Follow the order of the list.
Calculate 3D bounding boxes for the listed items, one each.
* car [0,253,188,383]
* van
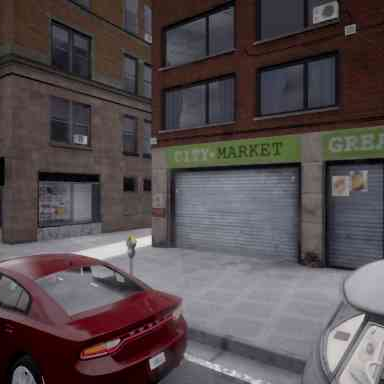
[{"bbox_3d":[-2.160,1.544,4.615,4.507,1.381,1.887,0,0,35],"label":"car"},{"bbox_3d":[2.450,1.341,1.329,3.998,1.788,1.690,0,0,35],"label":"van"}]
